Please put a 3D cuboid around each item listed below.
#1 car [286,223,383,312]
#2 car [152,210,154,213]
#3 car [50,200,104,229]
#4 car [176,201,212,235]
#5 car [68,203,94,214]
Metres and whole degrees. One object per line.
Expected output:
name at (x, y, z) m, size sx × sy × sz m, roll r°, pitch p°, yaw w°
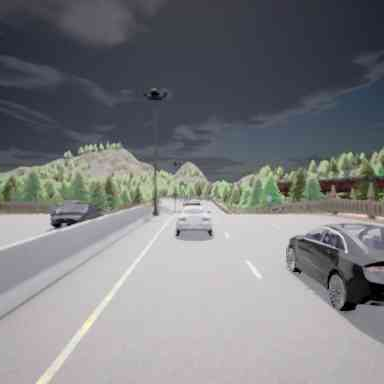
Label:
car at (3.602, 1.454, 7.594) m, size 2.128 × 1.511 × 4.902 m, roll 0°, pitch 0°, yaw 0°
car at (-6.996, 3.990, 62.345) m, size 2.033 × 1.411 × 5.357 m, roll 0°, pitch -6°, yaw 0°
car at (-7.092, 1.443, 21.201) m, size 2.033 × 1.411 × 5.357 m, roll 0°, pitch 0°, yaw 0°
car at (0.106, 1.438, 18.067) m, size 1.812 × 1.442 × 4.674 m, roll 0°, pitch 0°, yaw 0°
car at (-14.066, 2.123, 42.411) m, size 1.994 × 1.385 × 4.181 m, roll 0°, pitch -4°, yaw 0°
